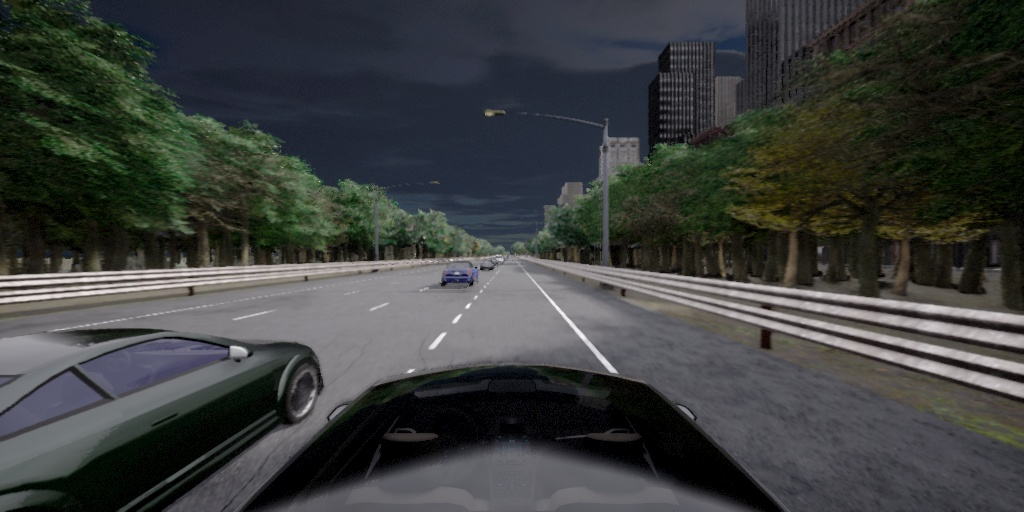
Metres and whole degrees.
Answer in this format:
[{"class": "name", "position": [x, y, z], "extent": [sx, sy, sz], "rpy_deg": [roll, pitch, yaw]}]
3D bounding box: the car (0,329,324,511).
[{"class": "car", "position": [-3.499, 1.314, 3.090], "extent": [1.994, 1.385, 4.181], "rpy_deg": [0, 0, 0]}]

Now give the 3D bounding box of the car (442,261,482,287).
[{"class": "car", "position": [-3.505, 1.113, 25.039], "extent": [2.097, 1.767, 4.553], "rpy_deg": [0, 0, 0]}]

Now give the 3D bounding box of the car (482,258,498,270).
[{"class": "car", "position": [-3.512, 1.310, 52.217], "extent": [1.994, 1.385, 4.181], "rpy_deg": [0, 0, 0]}]
